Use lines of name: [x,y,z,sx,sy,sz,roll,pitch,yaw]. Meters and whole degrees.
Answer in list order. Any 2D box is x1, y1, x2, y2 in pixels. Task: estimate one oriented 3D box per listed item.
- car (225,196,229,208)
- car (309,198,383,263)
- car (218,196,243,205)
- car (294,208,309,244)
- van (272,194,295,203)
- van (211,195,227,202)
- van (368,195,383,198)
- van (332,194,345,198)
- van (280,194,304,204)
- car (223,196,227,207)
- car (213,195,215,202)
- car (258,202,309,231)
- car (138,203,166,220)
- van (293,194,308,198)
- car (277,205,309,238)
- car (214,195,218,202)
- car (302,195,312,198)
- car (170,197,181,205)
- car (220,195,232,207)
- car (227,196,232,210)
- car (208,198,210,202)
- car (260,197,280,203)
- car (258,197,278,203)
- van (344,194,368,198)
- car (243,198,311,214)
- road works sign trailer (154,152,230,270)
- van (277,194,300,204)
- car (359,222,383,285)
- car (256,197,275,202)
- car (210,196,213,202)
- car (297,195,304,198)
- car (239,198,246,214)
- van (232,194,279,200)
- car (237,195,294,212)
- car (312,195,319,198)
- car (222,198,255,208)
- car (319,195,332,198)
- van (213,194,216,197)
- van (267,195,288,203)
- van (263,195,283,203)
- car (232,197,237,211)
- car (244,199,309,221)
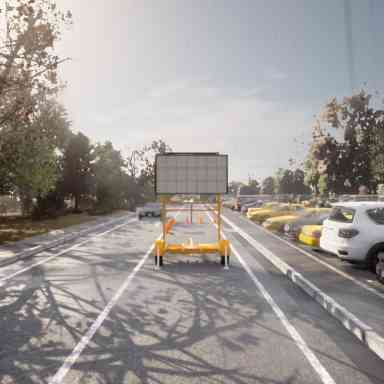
car: [7.085,1.630,43.520,4.792,1.488,2.163,0,0,0]
car: [6.873,1.329,10.216,5.566,2.045,2.435,0,0,0]
car: [7.240,1.579,62.953,4.553,1.767,2.185,0,0,0]
car: [7.053,1.568,12.992,5.366,1.575,1.946,0,0,0]
van: [20.324,1.530,73.935,4.442,1.987,1.878,0,-1,0]
van: [7.636,1.939,93.469,4.442,1.987,1.878,0,-1,0]
van: [19.995,1.310,32.235,4.442,1.987,1.878,0,0,0]
van: [20.054,1.352,40.561,4.442,1.987,1.878,0,0,0]
van: [20.513,1.500,68.385,4.442,1.987,1.878,0,0,0]
car: [7.108,1.645,46.296,4.792,1.488,2.163,0,0,0]
car: [7.289,1.719,65.728,5.008,1.535,2.097,0,0,0]
car: [6.727,1.550,18.547,5.366,1.575,1.946,0,0,0]
car: [-3.308,1.618,28.082,1.994,1.385,4.181,0,0,0]
van: [20.423,1.441,57.305,4.442,1.987,1.878,0,0,0]
car: [6.896,1.563,15.770,4.892,1.521,2.231,0,0,0]
car: [7.041,1.672,57.401,5.366,1.575,1.946,0,0,0]
car: [20.255,1.637,51.640,5.008,1.535,2.097,0,0,0]
car: [-3.025,1.694,62.486,1.882,1.535,5.008,0,0,0]
car: [6.974,1.627,49.073,5.366,1.575,1.946,0,0,0]
car: [7.063,1.615,40.744,4.792,1.488,2.163,0,0,0]
car: [7.502,2.105,90.689,5.008,1.535,2.097,0,-1,0]
car: [20.546,2.035,87.627,4.892,1.521,2.231,0,-1,0]
car: [20.569,2.093,90.397,5.008,1.535,2.097,0,-1,0]
van: [20.265,1.337,37.789,4.442,1.987,1.878,0,0,0]
car: [7.165,1.530,26.870,5.366,1.575,1.946,0,0,0]
road works sign trailer: [-0.017,0.480,11.138,2.380,3.560,2.880,0,0,-1]
van: [20.534,1.514,71.030,4.442,1.987,1.878,0,0,0]
car: [6.828,1.590,7.441,5.008,1.535,2.097,0,0,0]
car: [20.593,2.155,93.292,5.008,1.535,2.097,0,-1,0]
car: [7.390,1.513,74.057,5.566,2.045,2.435,0,0,0]
car: [20.287,1.692,54.534,4.674,1.452,2.002,0,0,0]
car: [6.996,1.536,29.639,4.892,1.521,2.231,0,0,0]
van: [7.186,1.345,37.968,4.442,1.987,1.878,0,0,0]
car: [7.056,1.418,32.418,4.553,1.767,2.185,0,0,0]
car: [20.188,1.356,46.100,5.566,2.045,2.435,0,0,0]
car: [7.188,1.646,51.848,4.892,1.521,2.231,0,0,0]
car: [20.165,1.341,43.330,5.566,2.045,2.435,0,0,0]
van: [7.222,1.523,71.282,4.442,1.987,1.878,0,0,0]
van: [20.368,1.630,79.326,4.442,1.987,1.878,0,-1,0]
van: [20.646,1.749,84.862,4.442,1.987,1.878,0,-1,0]
car: [7.077,1.586,35.190,4.792,1.488,2.163,0,0,0]
car: [6.773,1.533,24.220,5.366,1.575,1.946,0,0,0]
